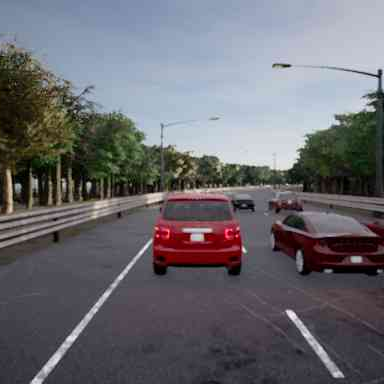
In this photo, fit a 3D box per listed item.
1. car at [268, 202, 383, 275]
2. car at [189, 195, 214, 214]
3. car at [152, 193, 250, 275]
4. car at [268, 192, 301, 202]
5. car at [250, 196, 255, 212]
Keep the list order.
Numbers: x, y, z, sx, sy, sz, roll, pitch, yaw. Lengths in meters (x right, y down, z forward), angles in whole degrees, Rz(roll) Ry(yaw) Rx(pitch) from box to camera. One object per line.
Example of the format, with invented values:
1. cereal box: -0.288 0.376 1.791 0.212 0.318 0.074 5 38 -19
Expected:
1. car: 3.661 1.288 9.805 1.882 1.535 5.008 0 1 1
2. car: 0.884 1.009 28.900 1.994 1.385 4.181 0 1 3
3. car: 0.154 1.029 9.907 2.150 2.045 5.566 0 1 1
4. car: 7.876 0.807 28.507 2.097 1.767 4.553 0 1 3
5. car: 4.453 0.904 29.926 1.882 1.535 5.008 0 1 4
